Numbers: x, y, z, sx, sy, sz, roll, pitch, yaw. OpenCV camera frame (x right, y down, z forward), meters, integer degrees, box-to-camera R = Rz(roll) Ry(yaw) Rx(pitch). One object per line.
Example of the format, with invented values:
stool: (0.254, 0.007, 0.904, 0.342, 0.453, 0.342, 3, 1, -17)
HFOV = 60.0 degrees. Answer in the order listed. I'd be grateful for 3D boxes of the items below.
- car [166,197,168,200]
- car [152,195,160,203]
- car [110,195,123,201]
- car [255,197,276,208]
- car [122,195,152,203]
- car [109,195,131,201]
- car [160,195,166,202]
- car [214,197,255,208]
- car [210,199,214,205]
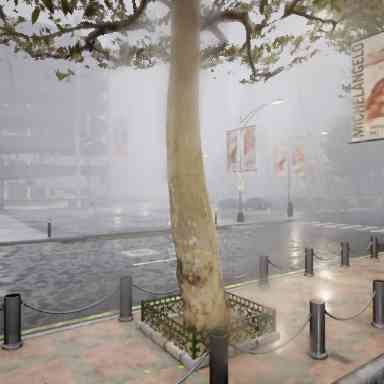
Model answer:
car: (-7.966, 1.525, 77.300, 4.902, 1.511, 2.128, 0, 0, 26)
car: (-9.840, 1.478, 70.326, 5.008, 1.535, 1.882, 0, 0, 33)
car: (-18.523, 1.427, 77.742, 5.008, 1.535, 1.882, 0, 0, 12)
car: (9.817, 1.505, 48.056, 1.837, 1.490, 4.892, 0, 0, -36)
car: (-11.063, 1.505, 66.783, 4.892, 1.490, 1.837, 0, 0, 33)
car: (-17.563, 1.440, 81.108, 4.892, 1.490, 1.837, 0, 0, 12)
car: (-8.987, 1.478, 73.888, 5.008, 1.535, 1.882, 0, 0, 30)
car: (5.972, 1.547, 47.453, 2.033, 1.411, 5.357, 0, 0, -35)
car: (1.950, 1.546, 59.044, 2.033, 1.411, 5.357, 0, 0, -37)
